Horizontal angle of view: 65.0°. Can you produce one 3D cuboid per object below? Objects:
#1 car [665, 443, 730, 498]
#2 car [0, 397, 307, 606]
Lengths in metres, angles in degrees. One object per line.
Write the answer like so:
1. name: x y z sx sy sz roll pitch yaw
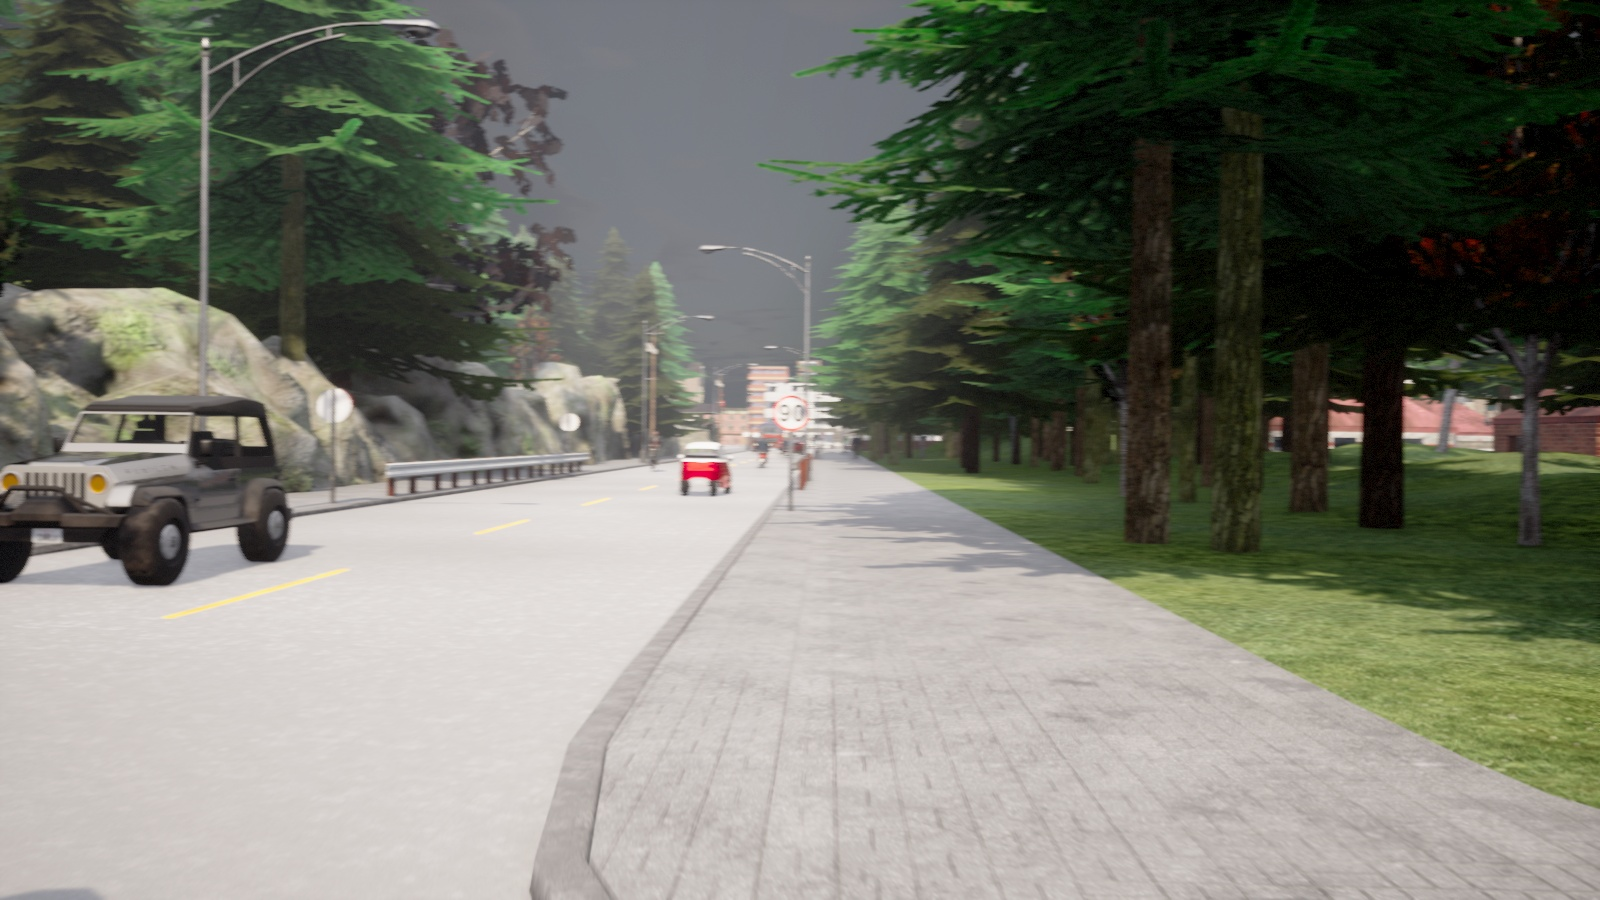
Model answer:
1. car: -2.669 0.515 33.014 1.481 1.376 2.207 0 1 1
2. car: -6.931 0.451 13.223 1.905 1.878 3.866 0 0 1
